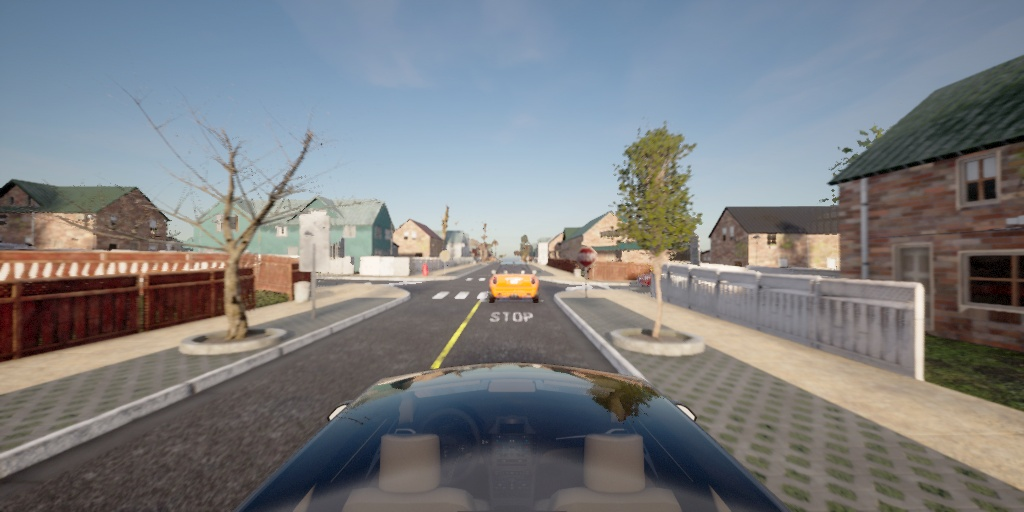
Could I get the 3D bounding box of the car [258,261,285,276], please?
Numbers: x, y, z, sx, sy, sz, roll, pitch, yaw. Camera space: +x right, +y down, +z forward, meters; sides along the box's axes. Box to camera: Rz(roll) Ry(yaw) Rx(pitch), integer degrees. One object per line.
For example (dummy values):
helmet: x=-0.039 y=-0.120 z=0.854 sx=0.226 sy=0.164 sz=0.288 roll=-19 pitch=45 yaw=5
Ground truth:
car: x=-15.373 y=0.942 z=21.985 sx=4.718 sy=1.301 sz=1.895 roll=1 pitch=-1 yaw=0

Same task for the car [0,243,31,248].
car: x=-31.240 y=0.209 z=21.996 sx=5.566 sy=2.045 sz=2.150 roll=1 pitch=-1 yaw=0

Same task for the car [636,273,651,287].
car: x=11.079 y=1.499 z=24.909 sx=4.674 sy=1.442 sz=1.812 roll=1 pitch=-1 yaw=-1

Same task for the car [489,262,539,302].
car: x=0.091 y=1.049 z=16.646 sx=2.097 sy=1.767 sz=4.553 roll=0 pitch=0 yaw=0
